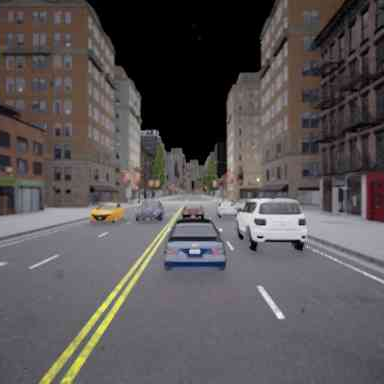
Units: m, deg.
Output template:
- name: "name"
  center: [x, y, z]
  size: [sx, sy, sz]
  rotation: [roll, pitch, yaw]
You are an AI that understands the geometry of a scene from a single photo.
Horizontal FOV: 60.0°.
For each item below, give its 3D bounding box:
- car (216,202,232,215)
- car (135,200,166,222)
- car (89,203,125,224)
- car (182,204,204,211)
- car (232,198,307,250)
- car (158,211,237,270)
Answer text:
- name: "car"
  center: [3.344, 1.682, 32.174]
  size: [1.812, 1.442, 4.674]
  rotation: [0, 0, 0]
- name: "car"
  center: [-3.353, 1.485, 27.374]
  size: [2.097, 1.767, 4.553]
  rotation: [0, 0, 0]
- name: "car"
  center: [-6.602, 1.605, 26.354]
  size: [1.882, 1.535, 5.008]
  rotation: [0, 0, 0]
- name: "car"
  center: [0.093, 1.744, 29.596]
  size: [1.895, 1.301, 4.718]
  rotation: [0, 0, 0]
- name: "car"
  center: [3.343, 1.294, 14.923]
  size: [2.150, 2.045, 5.566]
  rotation: [0, 0, 0]
- name: "car"
  center: [0.084, 1.602, 11.139]
  size: [2.033, 1.411, 5.357]
  rotation: [0, 0, 0]
